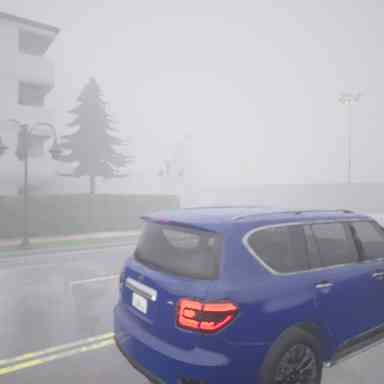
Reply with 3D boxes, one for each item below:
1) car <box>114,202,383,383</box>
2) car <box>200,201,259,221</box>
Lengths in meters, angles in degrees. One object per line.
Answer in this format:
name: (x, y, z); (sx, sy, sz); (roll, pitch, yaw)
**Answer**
car: (1.656, 1.233, 4.955); (5.566, 2.045, 2.150); (0, 0, -35)
car: (3.101, 1.586, 28.992); (2.033, 1.411, 5.357); (0, 0, -36)
